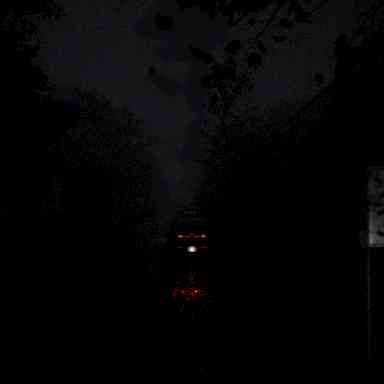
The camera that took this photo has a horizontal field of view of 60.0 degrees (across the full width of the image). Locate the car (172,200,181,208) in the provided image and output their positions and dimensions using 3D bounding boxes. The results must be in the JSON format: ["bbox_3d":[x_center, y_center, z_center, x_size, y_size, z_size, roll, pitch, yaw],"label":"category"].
[{"bbox_3d":[-2.936,2.248,65.328,1.882,1.535,5.008,0,-1,0],"label":"car"}]

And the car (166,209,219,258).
[{"bbox_3d":[0.021,1.660,13.481,1.837,1.490,4.892,0,0,0],"label":"car"}]

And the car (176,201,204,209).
[{"bbox_3d":[0.011,1.814,28.490,2.128,1.511,4.902,0,0,0],"label":"car"}]
